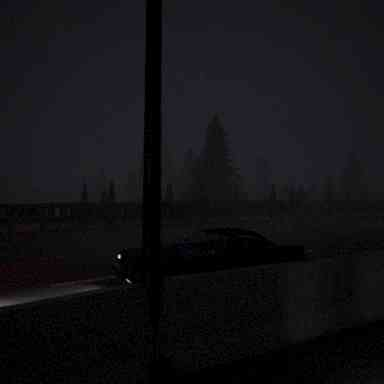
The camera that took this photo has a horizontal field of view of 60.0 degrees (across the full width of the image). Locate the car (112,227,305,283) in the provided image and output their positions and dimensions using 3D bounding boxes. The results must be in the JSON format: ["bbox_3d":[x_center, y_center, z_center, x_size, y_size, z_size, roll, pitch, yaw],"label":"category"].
[{"bbox_3d":[0.518,1.598,8.291,4.718,1.301,1.895,0,0,-32],"label":"car"}]
